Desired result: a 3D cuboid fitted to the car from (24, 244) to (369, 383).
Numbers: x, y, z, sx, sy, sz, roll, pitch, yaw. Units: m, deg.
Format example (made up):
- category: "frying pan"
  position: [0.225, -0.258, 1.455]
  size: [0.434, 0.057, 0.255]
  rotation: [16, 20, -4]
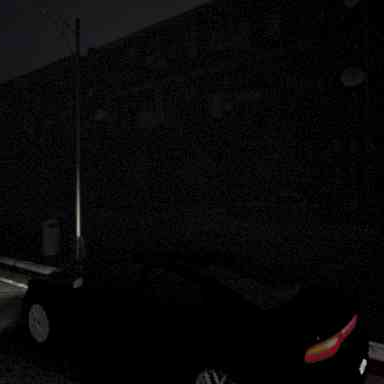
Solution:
- category: "car"
  position: [-0.385, 1.486, 4.636]
  size: [5.008, 1.535, 1.882]
  rotation: [0, 0, 36]
